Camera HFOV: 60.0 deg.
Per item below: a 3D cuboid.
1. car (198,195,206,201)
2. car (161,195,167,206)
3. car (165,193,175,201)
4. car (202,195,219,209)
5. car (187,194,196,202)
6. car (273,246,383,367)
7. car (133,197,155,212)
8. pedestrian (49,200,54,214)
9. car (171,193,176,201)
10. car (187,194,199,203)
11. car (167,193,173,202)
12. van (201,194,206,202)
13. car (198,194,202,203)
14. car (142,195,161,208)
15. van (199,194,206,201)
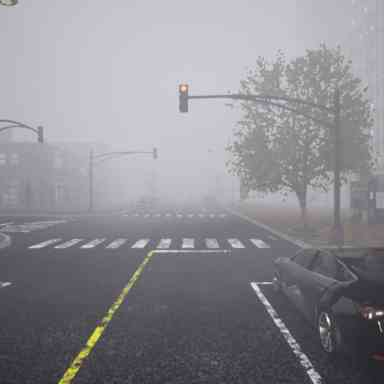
[{"bbox_3d":[2.614,1.522,88.386,1.752,1.417,4.829,0,0,0],"label":"car"},{"bbox_3d":[-5.736,1.547,54.900,2.008,1.369,4.403,0,0,0],"label":"car"},{"bbox_3d":[-5.766,1.311,88.206,2.192,1.841,5.009,0,0,0],"label":"car"},{"bbox_3d":[2.654,1.522,43.977,1.752,1.417,4.829,0,0,0],"label":"car"},{"bbox_3d":[-0.070,1.351,79.465,2.097,1.767,4.553,0,0,0],"label":"car"},{"bbox_3d":[2.689,1.565,5.778,1.947,1.339,4.313,0,0,0],"label":"car"},{"bbox_3d":[-5.721,1.579,38.246,1.802,1.307,4.206,0,0,0],"label":"car"},{"bbox_3d":[-12.776,1.314,30.243,0.375,1.300,0.375,0,-1,-1],"label":"pedestrian"},{"bbox_3d":[-5.761,1.547,82.655,2.008,1.369,4.403,0,0,0],"label":"car"},{"bbox_3d":[0.030,1.560,69.547,1.994,1.385,4.181,0,0,1],"label":"car"},{"bbox_3d":[-5.751,1.522,71.383,1.752,1.417,4.829,0,0,0],"label":"car"},{"bbox_3d":[2.650,1.338,49.359,1.690,1.788,3.998,0,0,0],"label":"van"},{"bbox_3d":[2.639,1.547,60.461,2.008,1.369,4.403,0,0,0],"label":"car"},{"bbox_3d":[-5.725,1.312,43.797,2.192,1.841,5.009,0,0,0],"label":"car"},{"bbox_3d":[2.621,1.337,82.665,1.690,1.788,3.998,0,0,0],"label":"van"}]
